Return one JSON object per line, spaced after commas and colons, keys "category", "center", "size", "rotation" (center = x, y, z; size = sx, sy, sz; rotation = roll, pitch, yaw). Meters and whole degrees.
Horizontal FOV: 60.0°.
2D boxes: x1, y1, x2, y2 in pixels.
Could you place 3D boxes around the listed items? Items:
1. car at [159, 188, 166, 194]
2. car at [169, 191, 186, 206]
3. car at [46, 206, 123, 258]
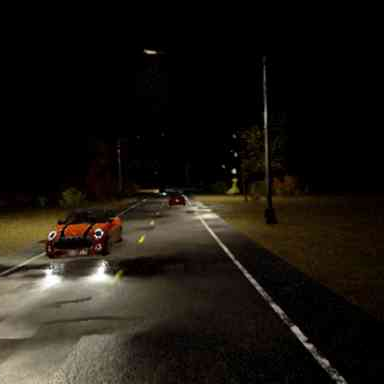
{"category": "car", "center": [-7.984, -0.337, 89.563], "size": [2.033, 1.411, 5.357], "rotation": [-2, 2, -3]}
{"category": "car", "center": [-1.837, 0.919, 41.256], "size": [1.994, 1.385, 4.181], "rotation": [-2, 2, -3]}
{"category": "car", "center": [-4.129, 1.446, 13.400], "size": [2.097, 1.767, 4.553], "rotation": [-2, 1, -3]}
